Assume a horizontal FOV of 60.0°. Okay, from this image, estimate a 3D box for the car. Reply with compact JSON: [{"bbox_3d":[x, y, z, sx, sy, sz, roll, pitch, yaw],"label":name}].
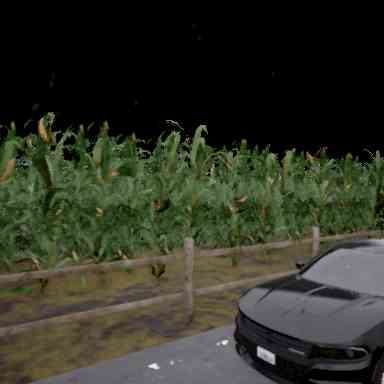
[{"bbox_3d":[2.854,1.514,5.060,5.008,1.535,1.882,0,0,-35],"label":"car"}]
